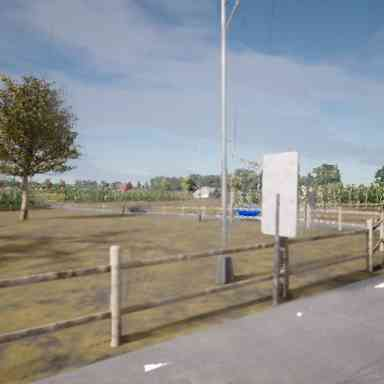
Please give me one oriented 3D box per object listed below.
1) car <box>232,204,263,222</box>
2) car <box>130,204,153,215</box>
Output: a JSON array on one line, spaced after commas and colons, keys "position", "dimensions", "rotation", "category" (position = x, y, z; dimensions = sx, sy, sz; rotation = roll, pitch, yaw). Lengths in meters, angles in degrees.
[{"position": [5.944, 1.936, 31.230], "dimensions": [1.882, 1.535, 5.008], "rotation": [2, -3, -36], "category": "car"}, {"position": [-7.706, 2.616, 50.268], "dimensions": [2.128, 1.511, 4.902], "rotation": [2, -3, -36], "category": "car"}]
